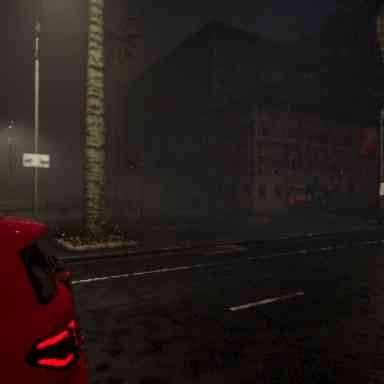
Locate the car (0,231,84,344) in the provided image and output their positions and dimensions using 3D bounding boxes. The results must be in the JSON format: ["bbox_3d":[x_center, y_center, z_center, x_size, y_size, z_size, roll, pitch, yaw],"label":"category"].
[{"bbox_3d":[-4.104,1.534,5.210,4.181,1.385,1.994,0,0,-36],"label":"car"}]

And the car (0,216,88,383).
[{"bbox_3d":[-3.353,1.196,1.489,5.566,2.045,2.150,0,0,-36],"label":"car"}]
